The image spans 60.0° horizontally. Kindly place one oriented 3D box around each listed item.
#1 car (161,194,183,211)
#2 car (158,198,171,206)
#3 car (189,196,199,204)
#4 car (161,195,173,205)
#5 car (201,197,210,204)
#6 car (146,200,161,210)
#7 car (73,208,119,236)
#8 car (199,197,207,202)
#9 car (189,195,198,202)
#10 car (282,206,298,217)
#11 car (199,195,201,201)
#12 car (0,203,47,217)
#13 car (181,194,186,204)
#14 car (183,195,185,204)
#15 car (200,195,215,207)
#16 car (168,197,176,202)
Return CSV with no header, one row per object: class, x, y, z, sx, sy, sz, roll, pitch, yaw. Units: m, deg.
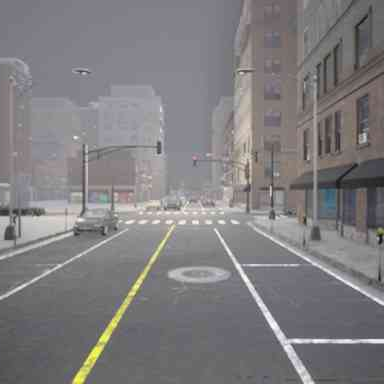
car,-2.616,1.544,43.942,2.097,1.767,4.553,0,0,-1
car,-5.123,1.825,62.616,2.008,1.369,4.403,0,0,0
car,0.317,1.827,74.299,1.837,1.490,4.892,0,0,0
car,-5.099,1.615,68.280,2.192,1.841,5.009,0,0,0
car,2.951,1.852,74.076,1.752,1.417,4.829,0,0,0
car,-5.196,1.724,45.461,1.752,1.417,4.829,0,0,0
car,-5.309,1.632,18.786,2.008,1.369,4.403,0,0,0
car,3.023,1.952,90.891,2.008,1.369,4.403,0,0,0
car,0.363,1.733,85.665,2.097,1.767,4.553,0,0,0
car,11.874,1.760,33.339,5.357,1.411,2.033,0,0,0
car,2.902,1.590,62.583,2.192,1.841,5.009,0,0,0
car,-15.972,1.659,30.493,4.718,1.301,1.895,0,0,0
car,-2.453,1.534,70.279,2.150,2.045,5.566,0,0,0
car,-2.594,1.753,56.648,1.837,1.490,4.892,0,0,0
car,2.878,1.690,56.920,1.967,1.590,4.097,0,0,0
car,-5.026,1.958,85.264,1.802,1.307,4.206,0,0,0
